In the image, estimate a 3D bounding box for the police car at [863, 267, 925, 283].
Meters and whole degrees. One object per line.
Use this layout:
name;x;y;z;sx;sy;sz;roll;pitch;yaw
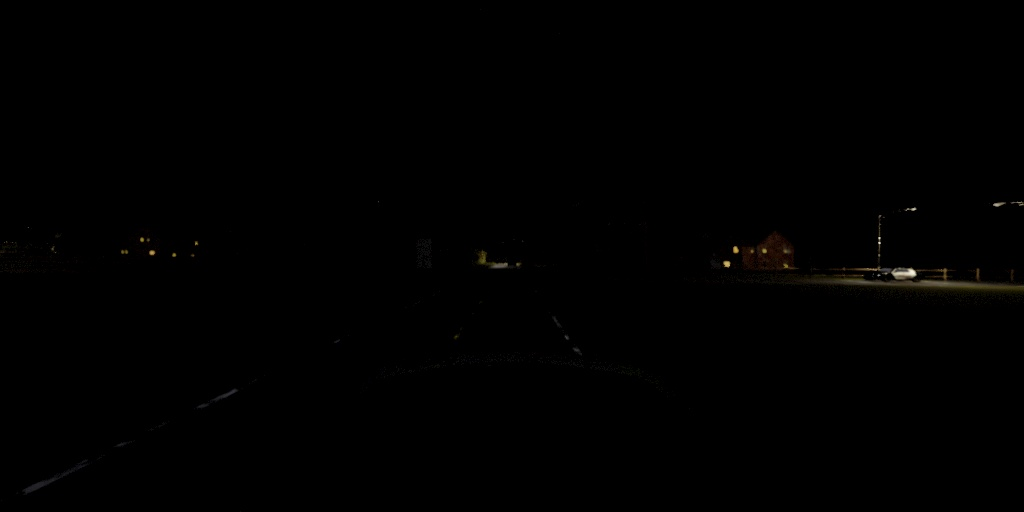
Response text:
police car;39.111;1.908;36.904;4.974;1.542;2.038;1;0;0
